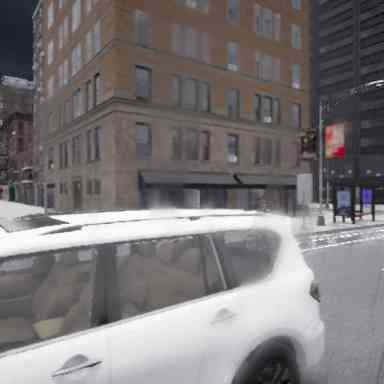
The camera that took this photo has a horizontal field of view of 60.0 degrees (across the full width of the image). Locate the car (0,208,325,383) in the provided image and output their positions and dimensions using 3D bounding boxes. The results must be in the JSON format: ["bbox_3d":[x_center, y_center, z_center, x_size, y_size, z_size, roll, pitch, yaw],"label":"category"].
[{"bbox_3d":[-1.179,1.221,2.844,5.566,2.045,2.150,0,0,-35],"label":"car"}]

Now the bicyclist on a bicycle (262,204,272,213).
[{"bbox_3d":[2.528,1.331,12.107,1.843,1.776,0.659,0,0,-35],"label":"bicyclist on a bicycle"}]
